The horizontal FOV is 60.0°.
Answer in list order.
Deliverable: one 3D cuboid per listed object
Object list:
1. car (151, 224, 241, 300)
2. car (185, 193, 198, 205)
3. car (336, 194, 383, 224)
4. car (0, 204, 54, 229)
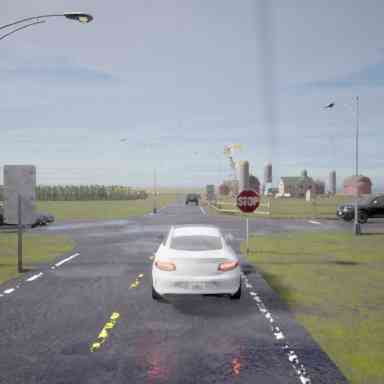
[{"bbox_3d":[0.084,1.524,8.277,1.812,1.442,4.674,0,0,0],"label":"car"},{"bbox_3d":[-0.024,1.220,60.636,2.150,2.045,5.566,0,0,0],"label":"car"},{"bbox_3d":[13.614,1.192,24.419,5.566,2.045,2.150,0,1,-2],"label":"car"},{"bbox_3d":[-11.319,1.526,21.138,4.892,1.490,1.837,0,1,3],"label":"car"}]
